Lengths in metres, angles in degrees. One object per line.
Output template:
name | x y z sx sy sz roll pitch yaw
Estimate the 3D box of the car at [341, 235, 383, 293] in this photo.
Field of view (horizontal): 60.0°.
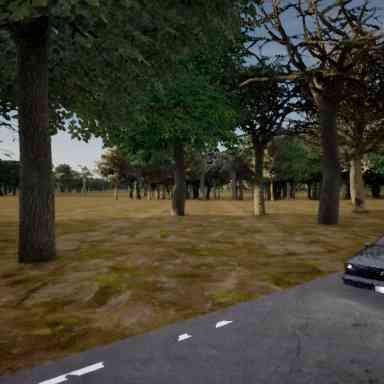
car | 5.795 1.539 8.294 5.357 1.411 2.033 0 0 -40
